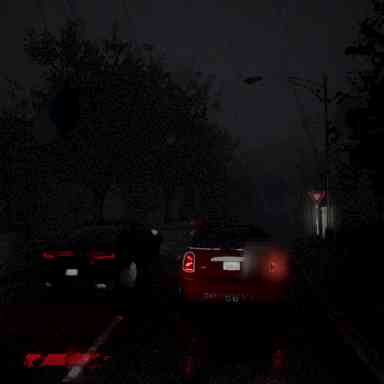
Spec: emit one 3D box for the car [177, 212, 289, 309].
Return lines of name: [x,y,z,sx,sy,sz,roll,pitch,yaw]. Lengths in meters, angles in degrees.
car: [0.978,1.355,8.103,2.097,1.767,4.553,-1,0,7]

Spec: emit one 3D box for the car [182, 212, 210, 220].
car: [0.712,4.487,61.960,4.892,1.490,1.837,-2,-5,27]

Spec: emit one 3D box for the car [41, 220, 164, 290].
car: [-2.119,1.511,9.260,1.882,1.535,5.008,-1,0,8]

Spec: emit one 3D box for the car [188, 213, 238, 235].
car: [1.533,2.102,22.398,1.895,1.301,4.718,-2,-4,23]
